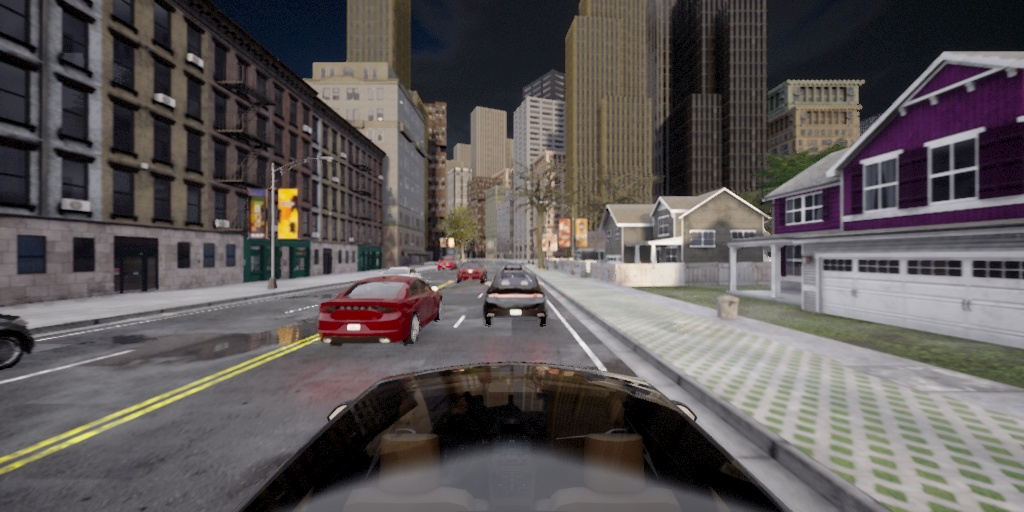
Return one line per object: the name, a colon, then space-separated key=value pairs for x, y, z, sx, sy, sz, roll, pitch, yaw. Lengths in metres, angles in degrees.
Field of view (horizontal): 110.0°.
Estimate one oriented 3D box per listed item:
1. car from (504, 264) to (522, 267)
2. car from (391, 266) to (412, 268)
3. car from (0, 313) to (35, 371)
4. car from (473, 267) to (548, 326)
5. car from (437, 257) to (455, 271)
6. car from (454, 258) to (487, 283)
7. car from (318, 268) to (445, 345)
car: x=0.092 y=1.355 z=29.322 sx=2.128 sy=1.511 sz=4.902 roll=0 pitch=0 yaw=0
car: x=-6.606 y=1.356 z=21.164 sx=1.812 sy=1.442 sz=4.674 roll=0 pitch=0 yaw=0
car: x=-9.850 y=1.327 z=4.843 sx=1.994 sy=1.385 sz=4.181 roll=0 pitch=0 yaw=0
car: x=0.097 y=1.285 z=11.919 sx=2.128 sy=1.511 sz=4.902 roll=0 pitch=0 yaw=0
car: x=-9.769 y=1.151 z=54.230 sx=2.150 sy=2.045 sz=5.566 roll=0 pitch=0 yaw=0
car: x=-3.164 y=1.214 z=29.374 sx=2.097 sy=1.767 sz=4.553 roll=0 pitch=0 yaw=0
car: x=-3.151 y=1.261 z=9.611 sx=1.882 sy=1.535 sz=5.008 roll=0 pitch=0 yaw=0
